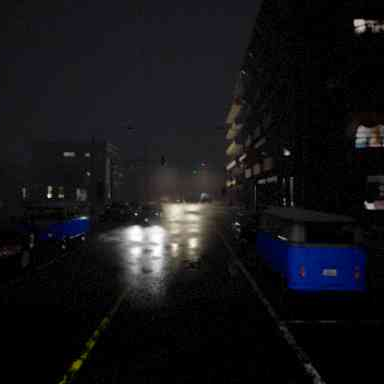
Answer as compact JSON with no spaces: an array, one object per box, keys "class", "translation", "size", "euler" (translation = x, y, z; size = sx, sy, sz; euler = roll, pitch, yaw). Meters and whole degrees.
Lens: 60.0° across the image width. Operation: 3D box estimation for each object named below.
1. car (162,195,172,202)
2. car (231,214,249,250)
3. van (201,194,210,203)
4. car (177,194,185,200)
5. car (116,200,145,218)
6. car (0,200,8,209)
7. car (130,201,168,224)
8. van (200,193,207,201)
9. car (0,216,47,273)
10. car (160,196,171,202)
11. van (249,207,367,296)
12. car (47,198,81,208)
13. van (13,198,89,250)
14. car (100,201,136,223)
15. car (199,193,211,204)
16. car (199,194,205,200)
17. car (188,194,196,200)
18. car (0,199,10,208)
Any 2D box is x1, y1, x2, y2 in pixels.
[{"class":"car","translation":[-5.660,1.464,74.558],"size":[1.887,1.381,4.507],"euler":[1,0,0]},{"class":"car","translation":[2.705,1.561,14.007],"size":[1.947,1.339,4.313],"euler":[1,0,0]},{"class":"van","translation":[2.722,1.271,69.010],"size":[1.690,1.788,3.998],"euler":[1,0,0]},{"class":"car","translation":[-2.977,1.366,90.230],"size":[1.882,1.535,5.008],"euler":[0,0,0]},{"class":"car","translation":[-5.638,1.527,30.914],"size":[1.887,1.381,4.507],"euler":[1,0,0]},{"class":"car","translation":[-26.366,1.462,42.686],"size":[4.097,1.590,1.967],"euler":[0,-1,1]},{"class":"car","translation":[-3.070,1.588,24.714],"size":[1.895,1.301,4.718],"euler":[0,0,0]},{"class":"van","translation":[2.725,1.250,80.173],"size":[1.690,1.788,3.998],"euler":[1,0,0]},{"class":"car","translation":[-5.644,1.542,8.330],"size":[1.887,1.381,4.507],"euler":[1,0,0]},{"class":"car","translation":[-5.662,1.511,68.978],"size":[1.802,1.307,4.206],"euler":[1,0,0]},{"class":"van","translation":[2.707,1.339,8.361],"size":[1.690,1.788,3.998],"euler":[1,0,0]},{"class":"car","translation":[-19.704,1.660,51.231],"size":[4.403,1.369,2.008],"euler":[0,-1,1]},{"class":"van","translation":[-5.640,1.336,13.976],"size":[1.690,1.788,3.998],"euler":[1,0,0]},{"class":"car","translation":[-5.638,1.427,25.268],"size":[1.967,1.590,4.097],"euler":[1,0,0]},{"class":"car","translation":[2.718,1.490,63.432],"size":[2.008,1.369,4.403],"euler":[1,0,0]},{"class":"car","translation":[2.725,1.411,91.504],"size":[1.752,1.417,4.829],"euler":[1,0,0]},{"class":"car","translation":[0.023,1.426,92.049],"size":[1.994,1.385,4.181],"euler":[0,0,0]},{"class":"car","translation":[-30.665,1.742,51.384],"size":[4.206,1.307,1.802],"euler":[0,-1,1]}]
